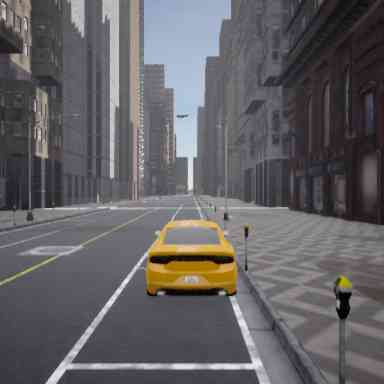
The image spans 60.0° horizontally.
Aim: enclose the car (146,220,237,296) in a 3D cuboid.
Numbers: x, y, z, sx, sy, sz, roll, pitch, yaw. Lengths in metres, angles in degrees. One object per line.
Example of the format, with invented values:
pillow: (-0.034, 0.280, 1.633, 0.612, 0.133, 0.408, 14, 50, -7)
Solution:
car: (-0.006, 1.468, 8.650, 1.882, 1.535, 5.008, 0, 0, 0)
